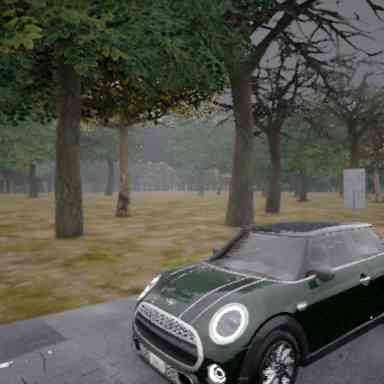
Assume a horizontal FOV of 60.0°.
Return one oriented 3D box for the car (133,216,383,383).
[{"bbox_3d":[1.388,1.293,5.116,4.553,1.767,2.097,-1,1,-37],"label":"car"}]
